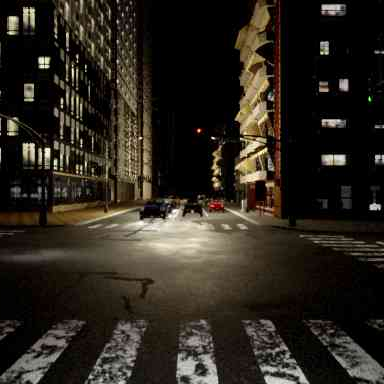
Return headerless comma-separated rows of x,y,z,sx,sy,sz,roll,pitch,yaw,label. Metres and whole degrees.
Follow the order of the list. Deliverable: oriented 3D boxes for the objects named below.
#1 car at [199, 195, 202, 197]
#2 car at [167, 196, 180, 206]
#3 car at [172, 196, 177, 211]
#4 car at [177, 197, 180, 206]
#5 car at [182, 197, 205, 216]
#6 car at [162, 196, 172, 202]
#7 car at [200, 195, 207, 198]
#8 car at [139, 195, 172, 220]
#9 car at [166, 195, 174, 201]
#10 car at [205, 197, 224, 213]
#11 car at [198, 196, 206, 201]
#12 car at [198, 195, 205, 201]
2.606,1.571,55.830,2.008,1.369,4.403,0,0,0,car
-3.088,1.498,56.751,1.882,1.535,5.008,0,0,0,car
-3.152,1.500,37.221,2.128,1.511,4.902,0,0,0,car
-3.146,1.615,46.478,1.895,1.301,4.718,0,0,0,car
0.043,1.512,32.956,1.837,1.490,4.892,0,0,0,car
-5.810,1.589,78.411,2.008,1.369,4.403,0,0,0,car
2.614,1.567,50.181,2.008,1.369,4.403,0,0,0,car
-3.138,1.357,28.173,2.097,1.767,4.553,0,0,0,car
-5.828,1.595,89.708,1.887,1.381,4.507,0,0,0,car
2.685,1.591,37.264,1.802,1.307,4.206,0,0,0,car
2.561,1.626,84.073,1.802,1.307,4.206,0,0,0,car
2.552,1.491,89.721,1.967,1.590,4.097,0,0,0,car
